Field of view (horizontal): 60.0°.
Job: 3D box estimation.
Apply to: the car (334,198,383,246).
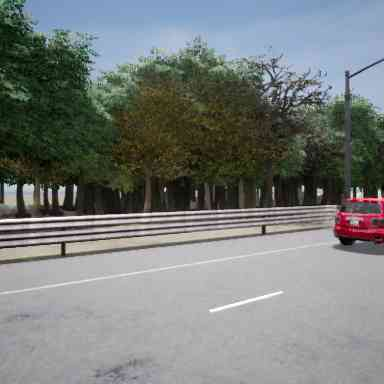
[{"bbox_3d":[8.293,1.252,14.083,5.566,2.045,2.150,0,0,-35],"label":"car"}]
